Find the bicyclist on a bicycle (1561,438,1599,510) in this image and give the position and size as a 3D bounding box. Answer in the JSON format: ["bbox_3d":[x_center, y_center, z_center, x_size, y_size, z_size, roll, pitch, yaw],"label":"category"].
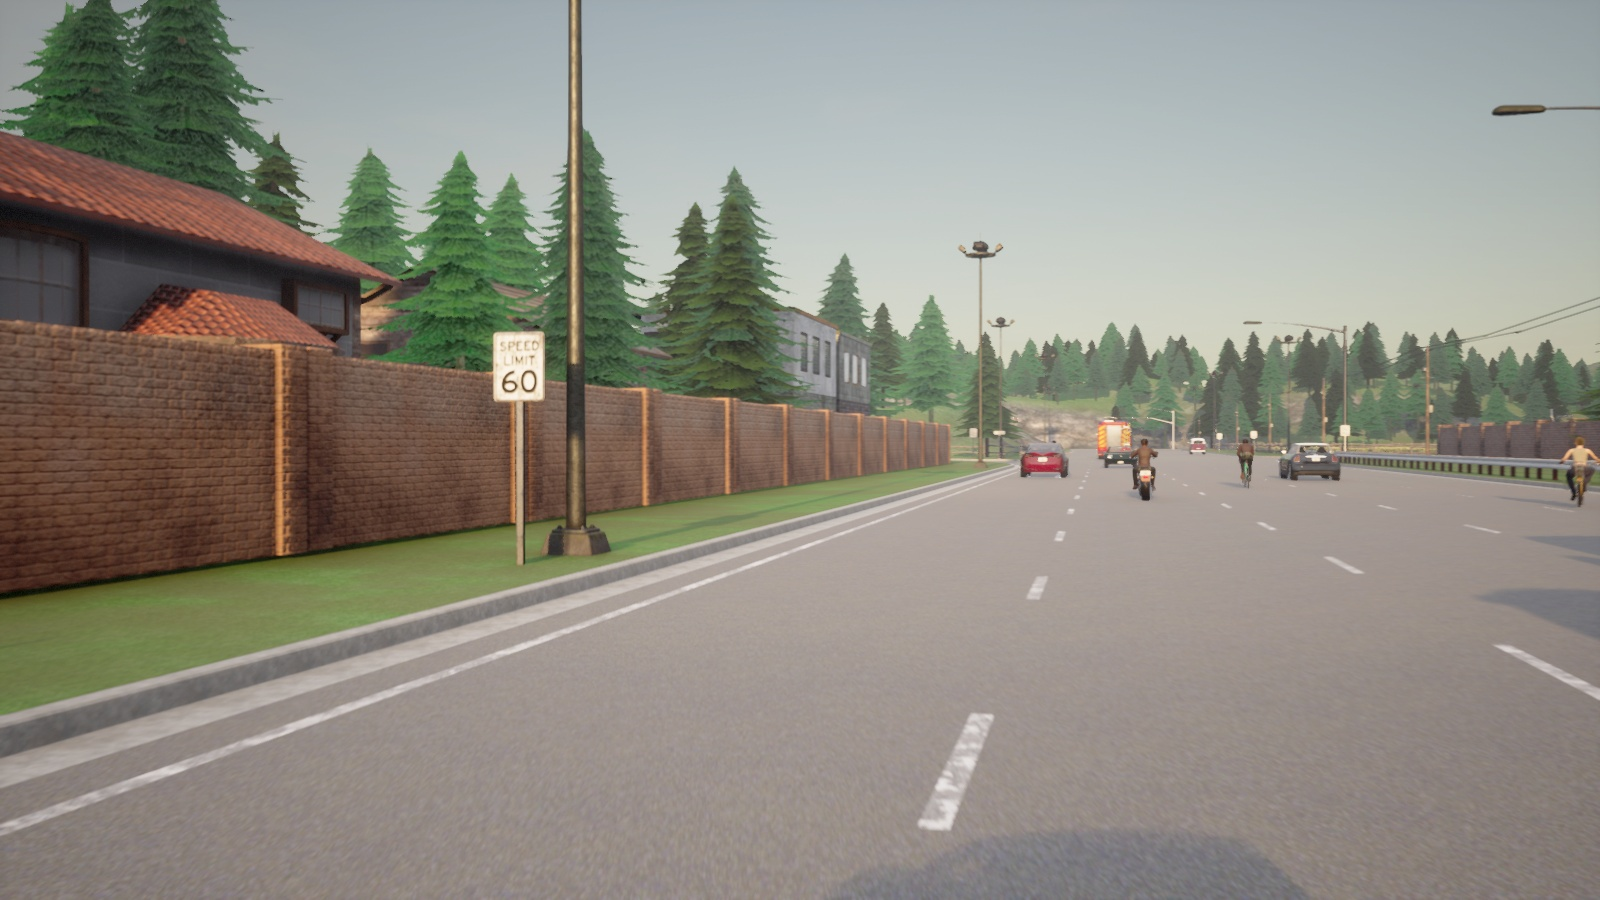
[{"bbox_3d":[18.101,0.532,28.999,0.866,1.612,1.509,-1,0,33],"label":"bicyclist on a bicycle"}]

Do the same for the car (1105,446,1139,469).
[{"bbox_3d":[19.124,0.438,74.716,1.895,1.301,4.718,0,0,14],"label":"car"}]

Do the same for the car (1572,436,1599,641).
[{"bbox_3d":[6.492,0.667,7.170,2.128,1.511,4.902,0,0,14],"label":"car"}]

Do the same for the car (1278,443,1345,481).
[{"bbox_3d":[20.492,0.441,50.450,1.970,1.475,3.806,0,0,14],"label":"car"}]

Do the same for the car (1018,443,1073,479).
[{"bbox_3d":[10.804,0.442,55.072,2.163,1.488,4.792,0,0,14],"label":"car"}]

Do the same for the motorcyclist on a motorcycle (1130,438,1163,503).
[{"bbox_3d":[9.148,0.515,33.201,0.766,1.649,2.350,0,0,14],"label":"motorcyclist on a motorcycle"}]
